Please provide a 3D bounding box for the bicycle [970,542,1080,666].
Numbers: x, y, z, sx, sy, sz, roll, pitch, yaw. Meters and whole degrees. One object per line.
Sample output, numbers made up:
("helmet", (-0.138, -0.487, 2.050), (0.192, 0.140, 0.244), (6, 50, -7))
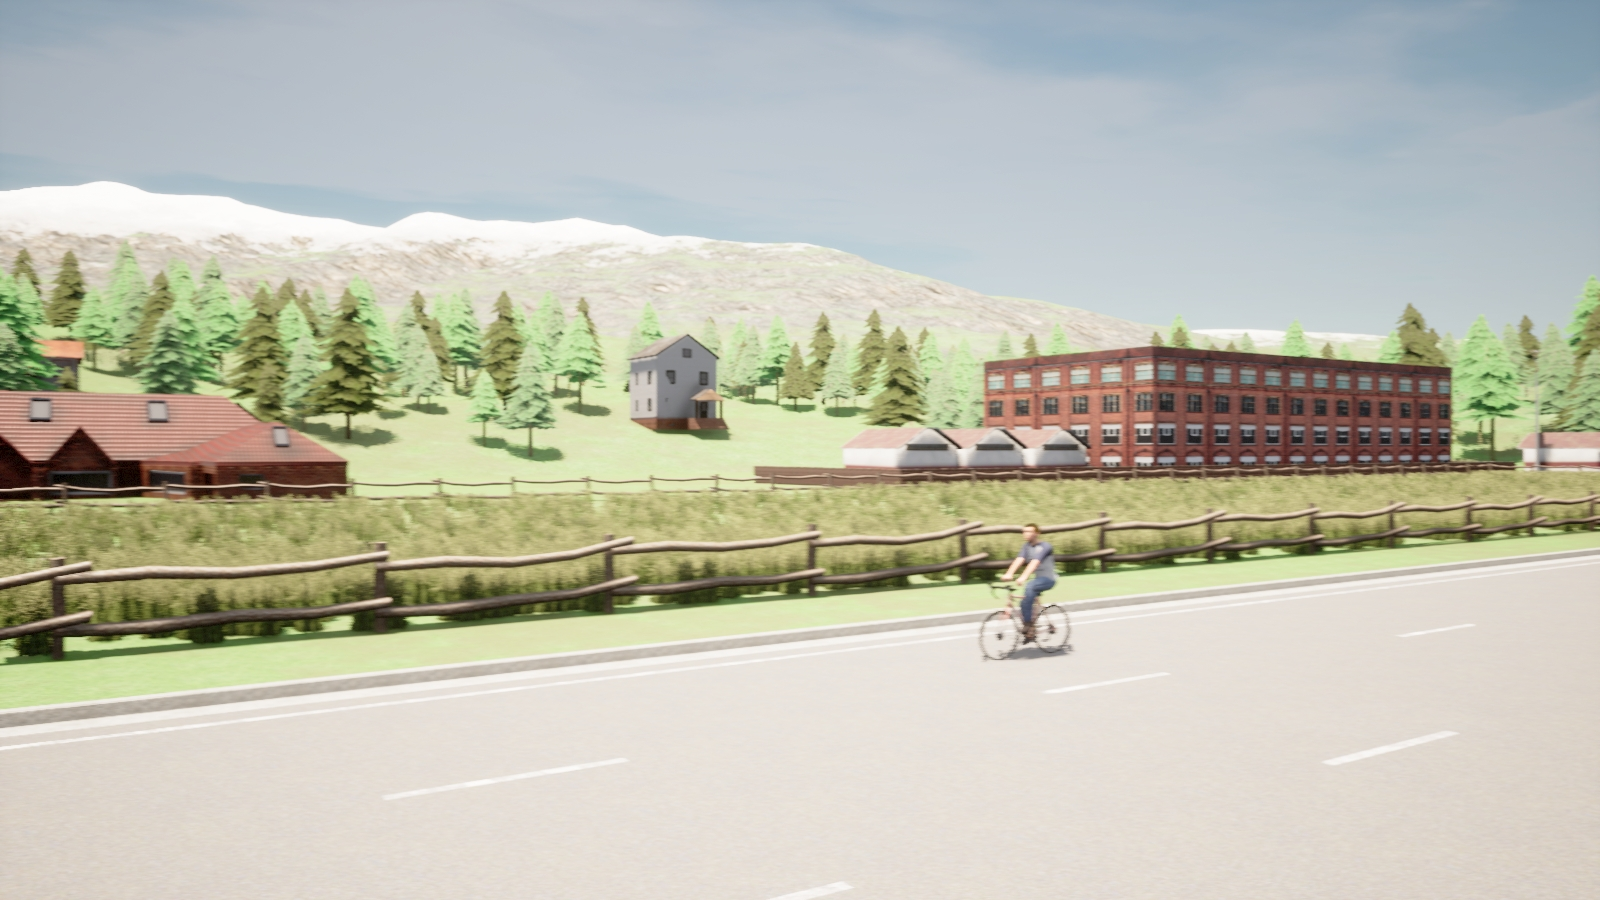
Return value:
("bicycle", (3.038, 2.037, 15.338), (1.643, 1.496, 0.373), (0, 0, -33))
